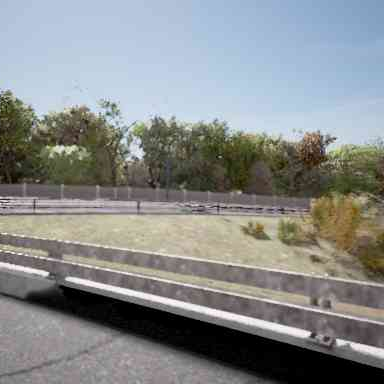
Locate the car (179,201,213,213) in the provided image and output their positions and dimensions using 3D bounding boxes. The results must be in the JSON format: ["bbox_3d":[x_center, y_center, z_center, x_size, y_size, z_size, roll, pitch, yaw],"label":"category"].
[{"bbox_3d":[0.528,2.053,46.570,5.008,1.535,1.882,3,-1,-27],"label":"car"}]
